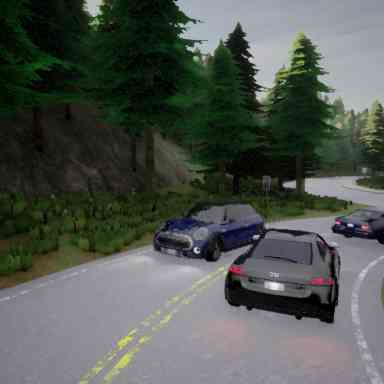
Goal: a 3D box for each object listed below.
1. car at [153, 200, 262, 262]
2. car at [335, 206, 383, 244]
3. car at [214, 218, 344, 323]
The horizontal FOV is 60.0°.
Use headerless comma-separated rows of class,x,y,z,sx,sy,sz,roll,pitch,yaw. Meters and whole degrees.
car,0.761,1.135,11.599,2.097,1.767,4.553,4,3,37
car,8.583,1.371,14.942,5.357,1.411,2.033,-1,5,-33
car,2.205,1.532,7.417,1.994,1.385,4.181,2,1,24
